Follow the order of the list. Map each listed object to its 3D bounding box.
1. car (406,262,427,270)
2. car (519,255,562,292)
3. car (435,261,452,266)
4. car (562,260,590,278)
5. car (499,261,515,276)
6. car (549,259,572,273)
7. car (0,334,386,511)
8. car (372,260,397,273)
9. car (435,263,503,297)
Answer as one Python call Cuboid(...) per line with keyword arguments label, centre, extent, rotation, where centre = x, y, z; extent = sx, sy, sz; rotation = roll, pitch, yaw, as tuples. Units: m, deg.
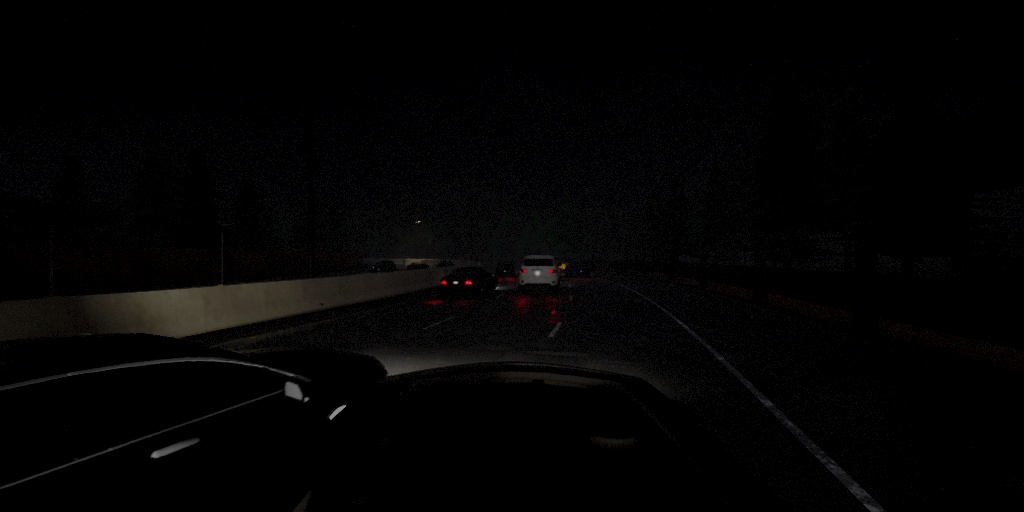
Cuboid(label="car", centre=(-11.507, 1.351, 43.499), extent=(1.895, 1.301, 4.718), rotation=(0, 0, -4))
Cuboid(label="car", centre=(1.761, 0.971, 21.643), extent=(2.150, 2.045, 5.566), rotation=(0, 0, 8))
Cuboid(label="car", centre=(-7.960, 1.297, 42.779), extent=(2.033, 1.411, 5.357), rotation=(0, 0, -3))
Cuboid(label="car", centre=(6.257, 1.227, 34.594), extent=(1.882, 1.535, 5.008), rotation=(0, 0, 1))
Cuboid(label="car", centre=(-0.665, 1.240, 36.893), extent=(2.128, 1.511, 4.902), rotation=(0, 0, 0))
Cuboid(label="car", centre=(5.979, 1.227, 45.120), extent=(1.882, 1.535, 5.008), rotation=(0, 0, -4))
Cuboid(label="car", centre=(-2.680, 1.253, 2.163), extent=(1.837, 1.490, 4.892), rotation=(0, -1, 16))
Cuboid(label="car", centre=(-14.935, 1.256, 42.141), extent=(1.837, 1.490, 4.892), rotation=(0, -1, -4))
Cuboid(label="car", centre=(-2.161, 1.297, 19.106), extent=(2.033, 1.411, 5.357), rotation=(0, 0, 10))
